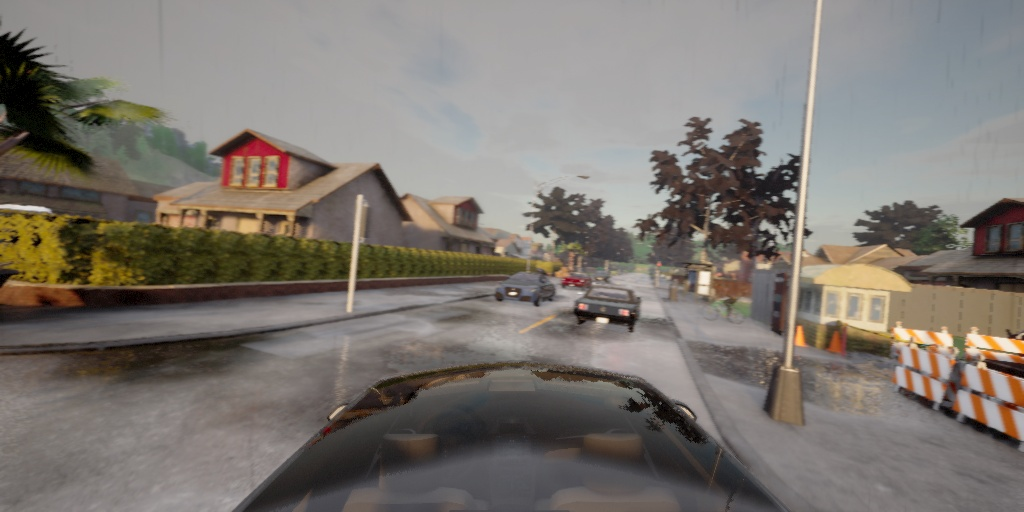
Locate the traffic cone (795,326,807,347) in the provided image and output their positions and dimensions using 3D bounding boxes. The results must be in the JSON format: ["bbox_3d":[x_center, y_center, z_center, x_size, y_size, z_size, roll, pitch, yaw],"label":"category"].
[{"bbox_3d":[8.937,2.479,11.193,0.344,0.586,0.344,0,0,20],"label":"traffic cone"}]

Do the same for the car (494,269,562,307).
[{"bbox_3d":[0.743,1.472,16.956,1.994,1.385,4.181,5,0,20],"label":"car"}]

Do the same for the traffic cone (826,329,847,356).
[{"bbox_3d":[9.430,2.490,10.454,0.344,0.586,0.344,0,0,20],"label":"traffic cone"}]

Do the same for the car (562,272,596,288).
[{"bbox_3d":[5.353,2.010,29.356,1.895,1.301,4.718,5,0,21],"label":"car"}]

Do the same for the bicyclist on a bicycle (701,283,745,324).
[{"bbox_3d":[8.959,2.002,15.158,1.656,1.620,0.582,6,0,20],"label":"bicyclist on a bicycle"}]

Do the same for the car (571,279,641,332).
[{"bbox_3d":[3.602,1.748,12.924,1.895,1.301,4.718,5,0,22],"label":"car"}]

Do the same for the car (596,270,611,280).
[{"bbox_3d":[11.418,2.606,45.390,1.837,1.490,4.892,5,0,20],"label":"car"}]
